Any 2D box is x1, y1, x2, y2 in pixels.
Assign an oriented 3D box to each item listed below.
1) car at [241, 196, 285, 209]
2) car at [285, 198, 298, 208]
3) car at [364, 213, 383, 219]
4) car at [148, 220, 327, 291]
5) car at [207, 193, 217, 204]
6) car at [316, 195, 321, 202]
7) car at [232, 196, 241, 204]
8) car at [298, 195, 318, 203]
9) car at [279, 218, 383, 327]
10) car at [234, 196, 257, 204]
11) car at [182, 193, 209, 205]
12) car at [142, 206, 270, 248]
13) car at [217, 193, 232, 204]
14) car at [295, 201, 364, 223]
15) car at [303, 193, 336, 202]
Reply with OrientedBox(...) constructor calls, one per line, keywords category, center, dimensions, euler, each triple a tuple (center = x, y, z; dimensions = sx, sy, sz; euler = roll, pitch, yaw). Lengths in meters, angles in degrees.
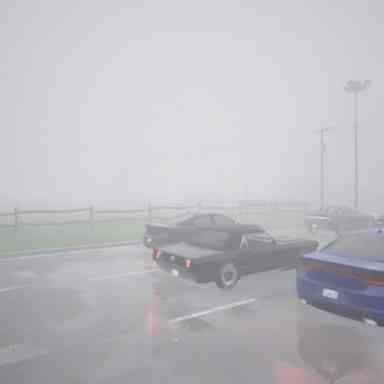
OrientedBox(category="car", center=(9.623, 1.546, 45.522), dimensions=(2.033, 1.411, 5.357), euler=(0, 0, -36))
OrientedBox(category="car", center=(12.459, 1.562, 47.580), dimensions=(1.994, 1.385, 4.181), euler=(0, 0, -36))
OrientedBox(category="car", center=(10.199, 1.504, 15.364), dimensions=(4.892, 1.490, 1.837), euler=(0, 0, -36))
OrientedBox(category="car", center=(1.412, 1.601, 9.061), dimensions=(4.718, 1.301, 1.895), euler=(0, 0, -36))
OrientedBox(category="car", center=(1.596, 1.222, 62.471), dimensions=(2.150, 2.045, 5.566), euler=(0, 0, -36))
OrientedBox(category="car", center=(17.767, 1.562, 52.189), dimensions=(1.994, 1.385, 4.181), euler=(0, 0, -36))
OrientedBox(category="car", center=(8.273, 1.490, 65.232), dimensions=(2.128, 1.511, 4.902), euler=(0, 0, -36))
OrientedBox(category="car", center=(15.385, 1.545, 49.506), dimensions=(2.033, 1.411, 5.357), euler=(0, 0, -36))
OrientedBox(category="car", center=(4.223, 1.477, 6.768), dimensions=(5.008, 1.535, 1.882), euler=(0, 0, -36))
OrientedBox(category="car", center=(10.910, 1.524, 67.616), dimensions=(1.812, 1.442, 4.674), euler=(0, 0, -36))
OrientedBox(category="car", center=(0.164, 1.489, 58.463), dimensions=(2.128, 1.511, 4.902), euler=(0, 0, -36))
OrientedBox(category="car", center=(0.560, 1.477, 12.755), dimensions=(5.008, 1.535, 1.882), euler=(0, 0, -36))
OrientedBox(category="car", center=(4.626, 1.222, 64.269), dimensions=(2.150, 2.045, 5.566), euler=(0, 0, -36))
OrientedBox(category="car", center=(8.153, 1.491, 18.205), dimensions=(4.902, 1.511, 2.128), euler=(0, 0, -36))
OrientedBox(category="car", center=(20.586, 1.217, 54.282), dimensions=(2.150, 2.045, 5.566), euler=(0, 0, -36))
